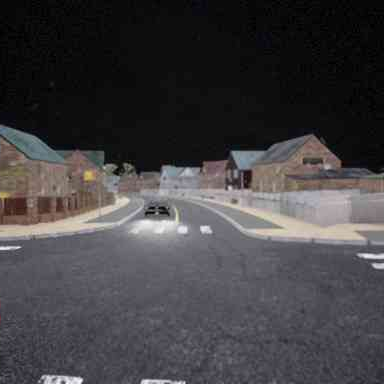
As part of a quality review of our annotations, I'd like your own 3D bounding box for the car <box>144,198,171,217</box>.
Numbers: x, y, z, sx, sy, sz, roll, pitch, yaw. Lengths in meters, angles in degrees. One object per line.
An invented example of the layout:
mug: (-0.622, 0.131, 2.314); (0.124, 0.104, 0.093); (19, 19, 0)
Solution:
car: (-2.531, 1.133, 25.239); (1.895, 1.301, 4.718); (0, 1, -3)
